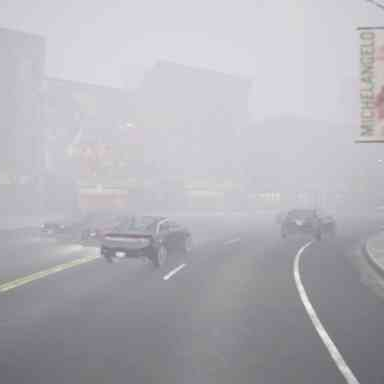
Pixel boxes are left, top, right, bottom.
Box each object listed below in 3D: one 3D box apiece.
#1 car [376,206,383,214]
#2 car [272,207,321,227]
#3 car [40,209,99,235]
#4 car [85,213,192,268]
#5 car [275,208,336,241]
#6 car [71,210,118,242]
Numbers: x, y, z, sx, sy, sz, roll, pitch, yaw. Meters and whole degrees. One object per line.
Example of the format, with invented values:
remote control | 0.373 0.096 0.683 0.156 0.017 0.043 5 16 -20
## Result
car | 28.052 2.367 46.634 5.008 1.535 1.882 1 -1 -25
car | 8.750 2.004 27.681 4.181 1.385 1.994 1 -1 -42
car | -6.218 1.720 19.653 2.033 1.411 5.357 0 -1 25
car | -1.407 1.625 11.955 2.128 1.511 4.902 0 -1 16
car | 6.711 1.660 18.890 2.097 1.767 4.553 0 -1 34
car | -3.608 1.728 16.577 1.994 1.385 4.181 0 -1 23
